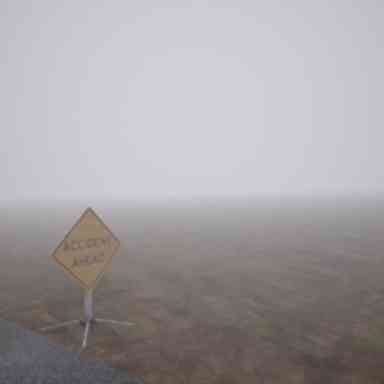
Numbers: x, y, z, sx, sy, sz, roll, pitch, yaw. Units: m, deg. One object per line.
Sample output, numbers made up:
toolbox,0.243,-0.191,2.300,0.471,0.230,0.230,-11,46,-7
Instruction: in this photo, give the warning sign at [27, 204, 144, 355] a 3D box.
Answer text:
warning sign,-1.589,1.148,5.076,1.060,1.860,1.300,-1,0,36
